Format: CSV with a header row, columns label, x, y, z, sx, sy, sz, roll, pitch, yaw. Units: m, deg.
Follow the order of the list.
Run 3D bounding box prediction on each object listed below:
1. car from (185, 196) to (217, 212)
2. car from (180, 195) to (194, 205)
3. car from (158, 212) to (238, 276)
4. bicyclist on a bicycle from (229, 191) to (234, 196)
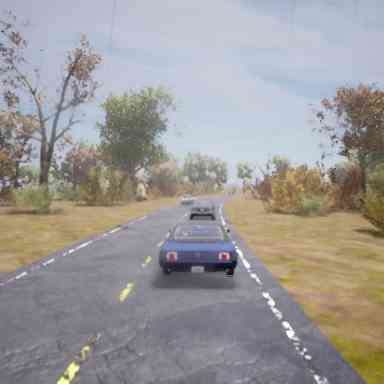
label,x,y,z,sx,sy,sz,roll,pitch,yaw
car,0.881,1.278,25.597,2.033,1.411,5.357,0,1,4
car,-0.501,1.116,46.548,1.895,1.301,4.718,0,1,6
car,0.210,1.494,9.950,1.895,1.301,4.718,0,1,2
bicyclist on a bicycle,10.009,0.568,87.757,0.582,1.620,1.656,0,0,12
